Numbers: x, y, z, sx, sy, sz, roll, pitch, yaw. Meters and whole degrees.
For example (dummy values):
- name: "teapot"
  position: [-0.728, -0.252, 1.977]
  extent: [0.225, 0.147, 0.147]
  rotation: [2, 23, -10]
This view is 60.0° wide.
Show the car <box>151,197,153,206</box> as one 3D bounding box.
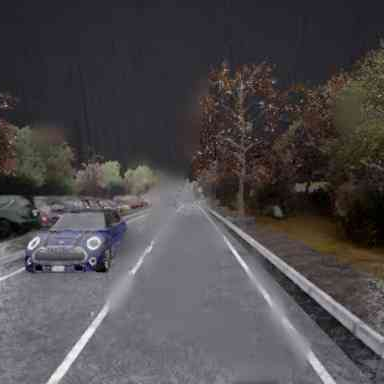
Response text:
- name: "car"
  position: [-10.654, 2.027, 63.553]
  extent: [5.366, 1.575, 1.946]
  rotation: [0, -1, 0]

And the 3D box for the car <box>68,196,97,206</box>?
- name: "car"
  position: [-23.596, 1.945, 71.884]
  extent: [5.566, 2.045, 2.435]
  rotation: [0, -1, 0]

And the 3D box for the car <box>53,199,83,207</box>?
- name: "car"
  position: [-23.577, 2.059, 63.445]
  extent: [4.792, 1.488, 2.163]
  rotation: [0, -1, 0]

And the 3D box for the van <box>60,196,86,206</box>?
- name: "van"
  position: [-23.671, 1.855, 66.221]
  extent: [4.442, 1.987, 1.878]
  rotation: [0, -1, 0]

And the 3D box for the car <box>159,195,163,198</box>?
- name: "car"
  position: [-10.536, 2.118, 80.210]
  extent: [5.566, 2.045, 2.435]
  rotation: [0, -1, 0]

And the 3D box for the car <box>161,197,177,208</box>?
- name: "car"
  position: [-3.518, 1.977, 54.467]
  extent: [1.994, 1.385, 4.181]
  rotation: [0, -1, 0]

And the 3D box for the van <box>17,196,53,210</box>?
- name: "van"
  position: [-23.399, 1.616, 49.733]
  extent: [4.442, 1.987, 1.878]
  rotation: [0, -1, 0]

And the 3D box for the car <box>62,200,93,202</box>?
- name: "car"
  position: [-10.372, 1.537, 24.698]
  extent: [5.008, 1.535, 2.097]
  rotation: [0, -1, 0]

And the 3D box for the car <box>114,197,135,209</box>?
- name: "car"
  position: [-10.231, 1.737, 41.354]
  extent: [5.366, 1.575, 1.946]
  rotation: [0, -1, 0]

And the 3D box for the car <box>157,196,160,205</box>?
- name: "car"
  position: [-10.302, 2.193, 71.878]
  extent: [5.366, 1.575, 1.946]
  rotation: [0, -1, 0]

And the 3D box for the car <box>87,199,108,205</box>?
- name: "car"
  position: [-23.564, 2.457, 82.956]
  extent: [4.792, 1.488, 2.163]
  rotation: [0, -1, 0]

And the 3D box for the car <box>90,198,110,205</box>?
- name: "car"
  position: [-23.631, 2.357, 85.604]
  extent: [4.553, 1.767, 2.185]
  rotation: [0, -1, 0]

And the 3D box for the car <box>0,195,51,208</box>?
- name: "car"
  position: [-10.387, 1.185, 16.373]
  extent: [5.566, 2.045, 2.435]
  rotation: [0, -1, 0]

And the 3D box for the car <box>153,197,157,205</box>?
- name: "car"
  position: [-10.289, 2.077, 66.206]
  extent: [5.366, 1.575, 1.946]
  rotation: [0, -1, 0]

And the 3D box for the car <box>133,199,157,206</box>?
- name: "car"
  position: [-10.500, 2.255, 74.653]
  extent: [4.892, 1.521, 2.231]
  rotation: [0, -1, 0]

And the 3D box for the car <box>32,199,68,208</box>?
- name: "car"
  position: [-23.534, 1.909, 55.270]
  extent: [5.008, 1.535, 2.097]
  rotation: [0, -1, 0]

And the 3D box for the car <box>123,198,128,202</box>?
- name: "car"
  position: [-10.417, 1.707, 38.578]
  extent: [4.892, 1.521, 2.231]
  rotation: [0, -1, 0]

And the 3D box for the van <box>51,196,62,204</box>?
- name: "van"
  position: [-10.248, 1.244, 19.149]
  extent: [4.442, 1.987, 1.878]
  rotation: [0, -1, 0]

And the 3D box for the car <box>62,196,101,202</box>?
- name: "car"
  position: [-10.353, 1.445, 27.476]
  extent: [4.553, 1.767, 2.185]
  rotation: [0, -1, 0]

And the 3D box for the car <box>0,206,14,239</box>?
- name: "car"
  position: [-10.381, 1.461, 13.620]
  extent: [4.792, 1.488, 2.163]
  rotation: [0, 0, 0]

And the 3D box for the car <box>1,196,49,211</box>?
- name: "car"
  position: [-23.481, 1.557, 46.964]
  extent: [5.566, 2.045, 2.435]
  rotation: [0, -1, 0]

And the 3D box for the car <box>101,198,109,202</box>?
- name: "car"
  position: [-10.360, 1.479, 30.251]
  extent: [4.553, 1.767, 2.185]
  rotation: [0, -1, 0]

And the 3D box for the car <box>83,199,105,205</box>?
- name: "car"
  position: [-23.584, 2.410, 80.186]
  extent: [4.674, 1.452, 2.002]
  rotation: [0, -1, 0]

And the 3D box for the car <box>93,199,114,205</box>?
- name: "car"
  position: [-23.601, 2.540, 88.372]
  extent: [5.008, 1.535, 2.097]
  rotation: [0, -1, 0]

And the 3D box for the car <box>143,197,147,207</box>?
- name: "car"
  position: [-10.478, 1.938, 55.234]
  extent: [4.792, 1.488, 2.163]
  rotation: [0, -1, 0]

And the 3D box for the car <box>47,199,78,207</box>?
- name: "car"
  position: [-23.571, 2.015, 60.806]
  extent: [4.792, 1.488, 2.163]
  rotation: [0, -1, 0]

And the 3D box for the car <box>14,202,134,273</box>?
- name: "car"
  position: [-3.379, 1.345, 10.641]
  extent: [2.097, 1.767, 4.553]
  rotation: [0, 0, 0]

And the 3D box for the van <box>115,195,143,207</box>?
- name: "van"
  position: [-10.559, 1.649, 52.460]
  extent: [4.442, 1.987, 1.878]
  rotation: [0, -1, 0]

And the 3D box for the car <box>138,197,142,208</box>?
- name: "car"
  position: [-10.407, 1.870, 49.681]
  extent: [4.792, 1.488, 2.163]
  rotation: [0, -1, 0]

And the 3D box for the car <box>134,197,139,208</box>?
- name: "car"
  position: [-10.400, 1.837, 46.906]
  extent: [4.792, 1.488, 2.163]
  rotation: [0, -1, 0]

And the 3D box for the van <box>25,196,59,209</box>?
- name: "van"
  position: [-23.639, 1.650, 52.502]
  extent: [4.442, 1.987, 1.878]
  rotation: [0, -1, 0]

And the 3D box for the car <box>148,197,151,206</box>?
- name: "car"
  position: [-10.456, 1.986, 60.786]
  extent: [4.892, 1.521, 2.231]
  rotation: [0, -1, 0]

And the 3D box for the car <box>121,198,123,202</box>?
- name: "car"
  position: [-10.398, 1.673, 35.802]
  extent: [4.892, 1.521, 2.231]
  rotation: [0, -1, 0]

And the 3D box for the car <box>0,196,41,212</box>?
- name: "car"
  position: [-23.475, 1.523, 44.194]
  extent: [5.566, 2.045, 2.435]
  rotation: [0, -1, 0]

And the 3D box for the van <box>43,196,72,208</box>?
- name: "van"
  position: [-23.427, 1.720, 58.058]
  extent: [4.442, 1.987, 1.878]
  rotation: [0, -1, 0]

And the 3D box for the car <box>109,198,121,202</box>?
- name: "car"
  position: [-10.212, 1.635, 33.026]
  extent: [5.366, 1.575, 1.946]
  rotation: [0, -1, 0]
